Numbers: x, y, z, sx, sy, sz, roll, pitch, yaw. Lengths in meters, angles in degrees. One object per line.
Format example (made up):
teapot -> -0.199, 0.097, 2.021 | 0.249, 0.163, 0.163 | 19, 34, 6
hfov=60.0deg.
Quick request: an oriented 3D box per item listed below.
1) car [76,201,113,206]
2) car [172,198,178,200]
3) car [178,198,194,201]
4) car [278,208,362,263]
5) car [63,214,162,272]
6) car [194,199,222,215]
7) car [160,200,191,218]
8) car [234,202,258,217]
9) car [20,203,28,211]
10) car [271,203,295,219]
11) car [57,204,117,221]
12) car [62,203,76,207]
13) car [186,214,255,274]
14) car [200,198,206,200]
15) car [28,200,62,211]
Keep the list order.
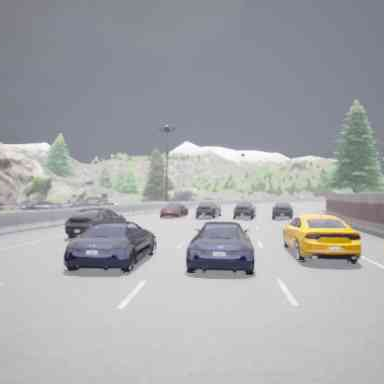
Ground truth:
car -> -11.079, 1.791, 39.609 | 2.128, 1.511, 4.902 | 0, 0, 17
car -> -3.798, 2.182, 81.106 | 2.033, 1.411, 5.357 | 0, -1, 31
car -> -0.871, 2.192, 79.186 | 1.994, 1.385, 4.181 | 0, -1, 31
car -> 4.683, 1.596, 12.616 | 1.882, 1.535, 5.008 | 0, -1, 7
car -> -2.527, 1.652, 11.162 | 1.994, 1.385, 4.181 | 0, 0, 7
car -> 1.713, 1.783, 32.834 | 1.837, 1.490, 4.892 | 0, -1, 16
car -> -1.692, 1.840, 33.625 | 1.994, 1.385, 4.181 | 0, -1, 15
car -> 5.221, 1.789, 32.384 | 1.837, 1.490, 4.892 | 0, -1, 16
car -> -20.569, 1.807, 44.384 | 2.128, 1.511, 4.902 | 0, -1, 18
car -> 8.730, 1.795, 31.941 | 1.837, 1.490, 4.892 | 0, -1, 16
car -> -5.088, 1.643, 18.225 | 1.837, 1.490, 4.892 | 0, -1, 9
car -> -13.936, 1.878, 42.176 | 1.994, 1.385, 4.181 | 0, -1, 18
car -> 0.976, 1.660, 10.983 | 1.994, 1.385, 4.181 | 0, 0, 7
car -> 3.143, 2.145, 79.043 | 1.837, 1.490, 4.892 | 0, -1, 32
car -> -17.741, 1.901, 41.832 | 1.895, 1.301, 4.718 | 0, -1, 17
